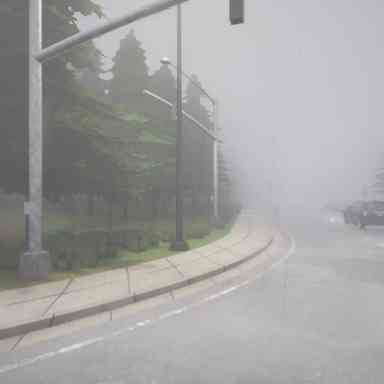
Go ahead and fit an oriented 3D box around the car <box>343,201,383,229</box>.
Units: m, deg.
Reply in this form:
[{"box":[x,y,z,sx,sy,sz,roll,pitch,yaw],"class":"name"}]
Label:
[{"box":[11.361,1.352,21.527,2.097,1.767,4.553,0,0,9],"class":"car"}]
